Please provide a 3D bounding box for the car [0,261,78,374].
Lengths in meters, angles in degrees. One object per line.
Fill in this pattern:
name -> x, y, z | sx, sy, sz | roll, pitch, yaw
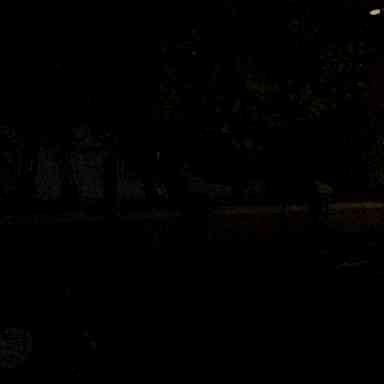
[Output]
car -> -3.763, 1.545, 4.032 | 4.507, 1.381, 1.887 | 0, 0, -36
